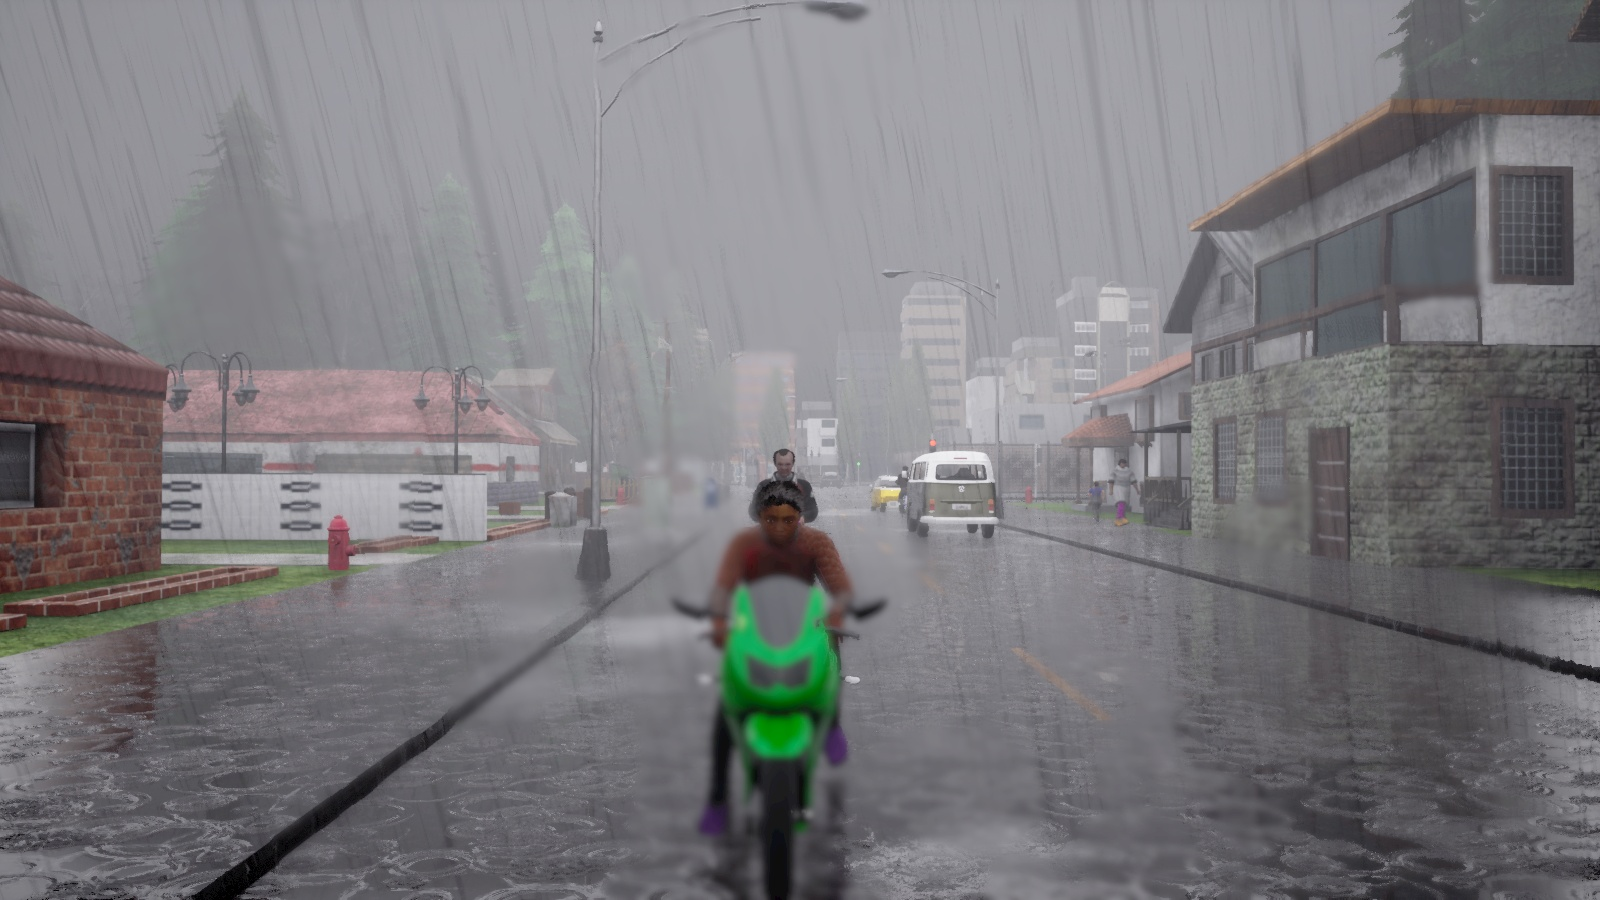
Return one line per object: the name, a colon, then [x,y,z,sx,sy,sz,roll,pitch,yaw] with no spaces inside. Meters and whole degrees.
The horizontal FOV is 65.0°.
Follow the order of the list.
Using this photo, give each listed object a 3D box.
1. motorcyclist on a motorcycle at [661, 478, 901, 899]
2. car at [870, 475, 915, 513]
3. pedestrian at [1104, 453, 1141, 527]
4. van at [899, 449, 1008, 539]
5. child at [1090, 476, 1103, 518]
motorcyclist on a motorcycle: [-0.075,0.884,5.210,0.797,1.523,2.044,0,-1,-1]
car: [3.493,1.654,47.662,1.481,1.376,2.207,0,-1,-1]
pedestrian: [8.616,1.052,33.565,0.659,1.952,0.873,0,-1,-9]
van: [3.661,1.038,30.706,2.069,2.038,4.480,0,-1,-1]
child: [8.860,1.398,37.532,0.270,1.263,0.437,0,-1,-3]
